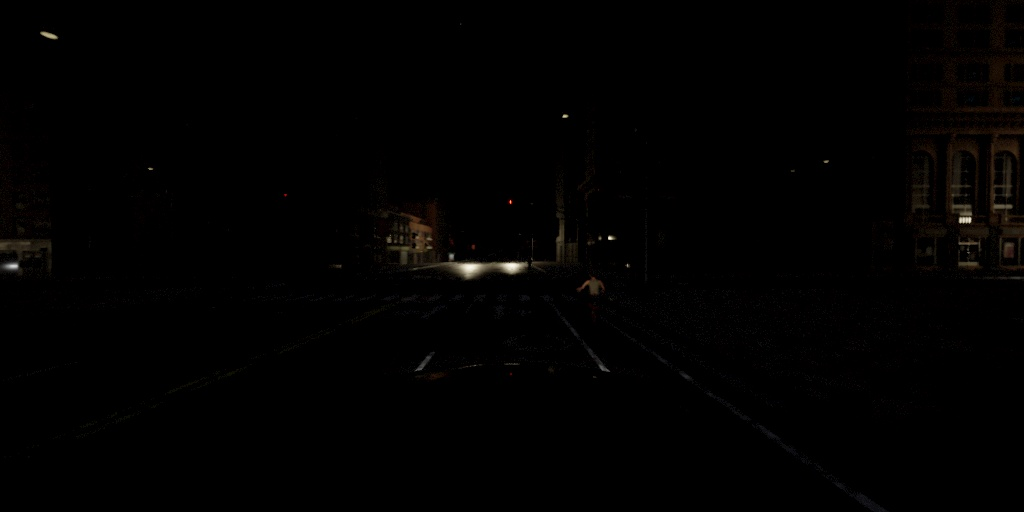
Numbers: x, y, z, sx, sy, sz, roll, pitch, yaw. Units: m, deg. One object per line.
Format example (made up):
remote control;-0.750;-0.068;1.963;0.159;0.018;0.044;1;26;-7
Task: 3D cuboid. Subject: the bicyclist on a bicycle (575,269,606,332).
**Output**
bicyclist on a bicycle;2.185;1.170;9.799;0.866;1.612;1.509;0;0;0

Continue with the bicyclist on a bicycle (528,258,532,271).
bicyclist on a bicycle;2.241;1.059;45.062;0.659;1.776;1.843;0;0;0
